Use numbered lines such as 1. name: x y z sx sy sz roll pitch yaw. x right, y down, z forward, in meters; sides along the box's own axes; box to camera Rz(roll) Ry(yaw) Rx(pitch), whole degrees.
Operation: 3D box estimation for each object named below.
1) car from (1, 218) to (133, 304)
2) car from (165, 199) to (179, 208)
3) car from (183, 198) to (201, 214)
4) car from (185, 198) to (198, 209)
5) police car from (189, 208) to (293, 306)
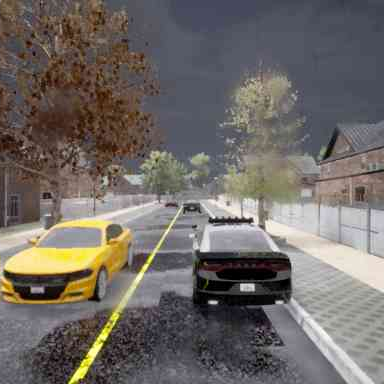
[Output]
1. car: -2.767 1.482 8.447 1.882 1.535 5.008 0 0 0
2. car: -2.848 1.639 47.451 1.895 1.301 4.718 0 0 0
3. car: 0.004 1.503 36.266 1.882 1.535 5.008 0 0 0
4. car: -0.045 1.563 46.712 1.812 1.442 4.674 0 0 0
5. police car: 0.946 1.430 8.275 1.930 1.638 5.238 0 0 0
